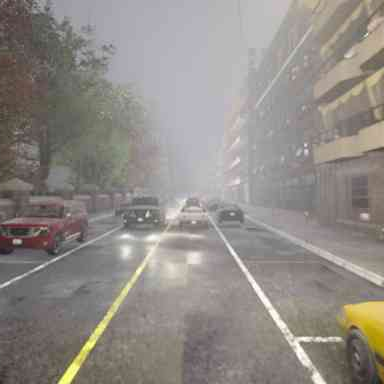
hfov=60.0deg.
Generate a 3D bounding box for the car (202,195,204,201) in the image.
[{"bbox_3d":[2.730,1.445,46.439,1.887,1.381,4.507,1,0,0],"label":"car"}]

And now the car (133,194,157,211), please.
[{"bbox_3d":[-5.649,1.227,40.921,2.192,1.841,5.009,1,0,0],"label":"car"}]

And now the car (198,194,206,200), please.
[{"bbox_3d":[2.725,1.249,90.627,1.967,1.590,4.097,1,0,0],"label":"car"}]

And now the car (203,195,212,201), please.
[{"bbox_3d":[2.729,1.352,40.917,1.967,1.590,4.097,1,0,0],"label":"car"}]

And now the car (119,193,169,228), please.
[{"bbox_3d":[-2.987,1.233,21.979,2.150,2.045,5.566,0,0,0],"label":"car"}]

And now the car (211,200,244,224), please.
[{"bbox_3d":[2.717,1.514,24.346,1.947,1.339,4.313,1,0,0],"label":"car"}]

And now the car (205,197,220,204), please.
[{"bbox_3d":[2.723,1.490,35.394,1.947,1.339,4.313,1,0,0],"label":"car"}]

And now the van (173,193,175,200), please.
[{"bbox_3d":[-5.636,1.172,79.585,1.690,1.788,3.998,1,0,0],"label":"van"}]

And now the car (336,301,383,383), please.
[{"bbox_3d":[2.705,1.520,2.422,1.752,1.417,4.829,1,0,0],"label":"car"}]

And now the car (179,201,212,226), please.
[{"bbox_3d":[0.113,1.552,22.595,1.895,1.301,4.718,0,0,0],"label":"car"}]

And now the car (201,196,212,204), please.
[{"bbox_3d":[2.738,1.447,63.010,1.802,1.307,4.206,1,0,0],"label":"car"}]

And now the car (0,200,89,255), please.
[{"bbox_3d":[-5.664,1.286,13.304,2.192,1.841,5.009,1,0,0],"label":"car"}]

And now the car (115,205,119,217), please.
[{"bbox_3d":[-5.660,1.501,29.875,1.947,1.339,4.313,1,0,0],"label":"car"}]

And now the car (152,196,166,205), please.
[{"bbox_3d":[-5.644,1.421,57.492,1.887,1.381,4.507,1,0,0],"label":"car"}]

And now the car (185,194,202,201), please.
[{"bbox_3d":[0.126,1.404,46.164,1.837,1.490,4.892,0,0,0],"label":"car"}]

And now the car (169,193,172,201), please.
[{"bbox_3d":[-5.637,1.180,63.014,2.192,1.841,5.009,1,0,0],"label":"car"}]
